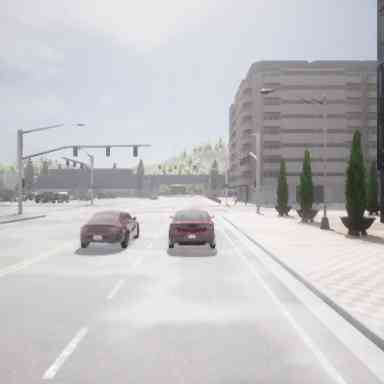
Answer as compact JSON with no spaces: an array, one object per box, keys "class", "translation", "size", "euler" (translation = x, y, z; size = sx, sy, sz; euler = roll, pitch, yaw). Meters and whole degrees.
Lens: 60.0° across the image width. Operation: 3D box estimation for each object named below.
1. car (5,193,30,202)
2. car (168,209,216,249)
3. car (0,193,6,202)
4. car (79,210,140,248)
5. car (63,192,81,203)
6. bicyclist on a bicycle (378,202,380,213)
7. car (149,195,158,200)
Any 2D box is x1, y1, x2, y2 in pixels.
[{"class":"car","translation":[-36.032,1.393,68.766],"size":[1.970,1.475,3.806],"euler":[0,0,0]},{"class":"car","translation":[0.000,1.484,14.650],"size":[1.882,1.535,5.008],"euler":[0,0,0]},{"class":"car","translation":[-38.927,1.362,68.777],"size":[1.784,1.438,3.905],"euler":[0,0,0]},{"class":"car","translation":[-3.500,1.532,14.650],"size":[1.812,1.442,4.674],"euler":[0,0,0]},{"class":"car","translation":[-30.210,1.394,83.848],"size":[1.970,1.475,3.806],"euler":[0,0,0]},{"class":"bicyclist on a bicycle","translation":[18.412,1.243,32.103],"size":[0.582,1.620,1.656],"euler":[0,0,0]},{"class":"car","translation":[-10.500,1.549,91.154],"size":[1.994,1.385,4.181],"euler":[0,0,0]}]
